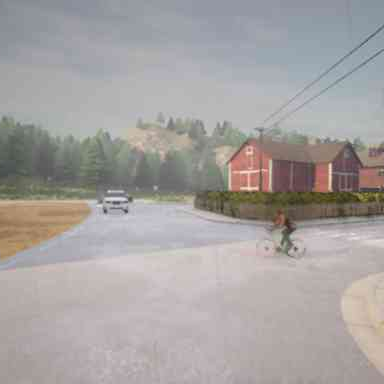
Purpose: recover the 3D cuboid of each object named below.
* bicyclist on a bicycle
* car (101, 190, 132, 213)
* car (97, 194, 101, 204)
[{"bbox_3d":[2.938,1.401,10.904,1.656,1.620,0.582,1,0,-3],"label":"bicyclist on a bicycle"},{"bbox_3d":[-7.249,0.875,31.494,2.150,2.045,5.566,1,0,-15],"label":"car"},{"bbox_3d":[-12.410,0.968,47.240,1.837,1.490,4.892,1,0,-19],"label":"car"}]
